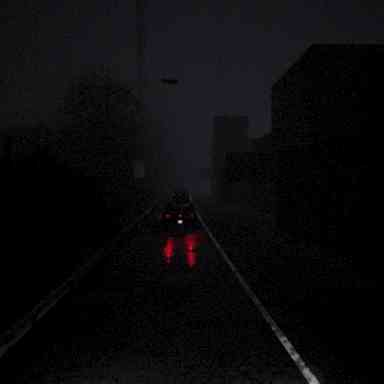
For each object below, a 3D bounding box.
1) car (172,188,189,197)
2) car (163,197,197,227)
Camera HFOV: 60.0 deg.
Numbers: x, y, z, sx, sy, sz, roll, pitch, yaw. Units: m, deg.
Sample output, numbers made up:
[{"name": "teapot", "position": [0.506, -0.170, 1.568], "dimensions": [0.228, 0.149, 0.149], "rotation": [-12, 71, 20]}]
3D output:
[{"name": "car", "position": [-1.442, 0.268, 41.636], "dimensions": [2.097, 1.767, 4.553], "rotation": [0, 2, -1]}, {"name": "car", "position": [-0.724, 1.235, 19.839], "dimensions": [1.895, 1.301, 4.718], "rotation": [0, 1, -2]}]
